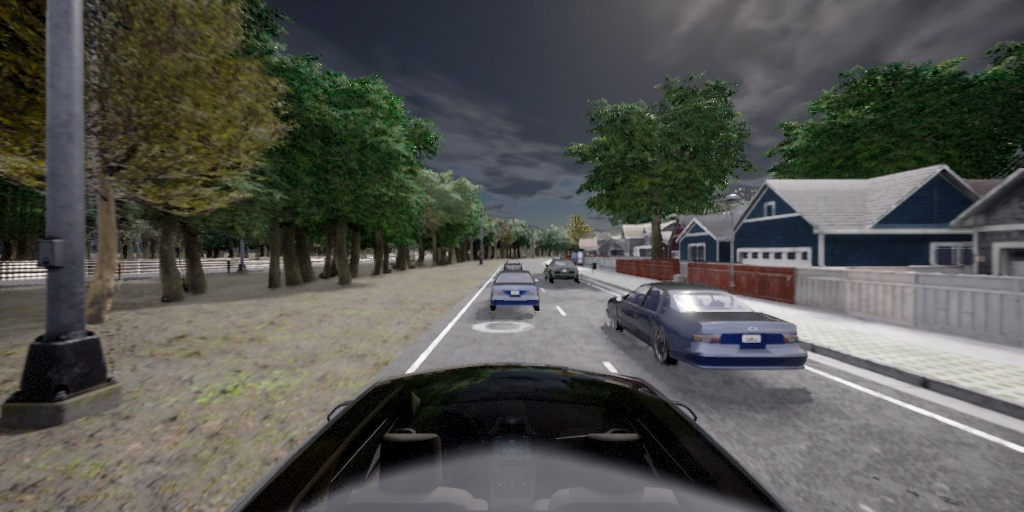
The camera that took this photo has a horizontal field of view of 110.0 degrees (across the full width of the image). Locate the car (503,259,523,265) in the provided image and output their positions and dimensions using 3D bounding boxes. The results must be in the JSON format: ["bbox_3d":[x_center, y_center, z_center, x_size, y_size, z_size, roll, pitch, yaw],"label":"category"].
[{"bbox_3d":[0.107,1.083,36.364,2.128,1.511,4.902,0,0,0],"label":"car"}]

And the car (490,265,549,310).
[{"bbox_3d":[0.103,1.259,14.431,2.033,1.411,5.357,0,0,0],"label":"car"}]

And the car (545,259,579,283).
[{"bbox_3d":[3.604,1.003,26.706,2.097,1.767,4.553,0,0,0],"label":"car"}]

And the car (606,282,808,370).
[{"bbox_3d":[3.601,1.283,7.905,2.033,1.411,5.357,0,0,0],"label":"car"}]
